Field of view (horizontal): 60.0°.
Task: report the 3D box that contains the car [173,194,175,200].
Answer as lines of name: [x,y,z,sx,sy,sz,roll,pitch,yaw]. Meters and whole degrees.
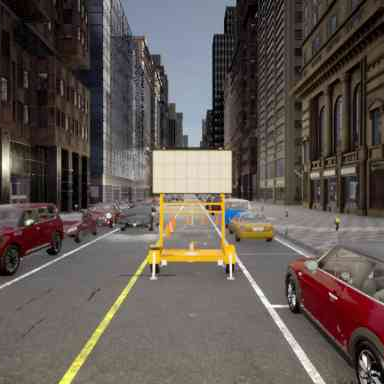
car: [-5.683,1.576,77.741,1.887,1.381,4.507,0,0,0]

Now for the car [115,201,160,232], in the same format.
car: [-3.079,1.505,20.300,1.837,1.490,4.892,0,0,0]

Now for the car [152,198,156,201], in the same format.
car: [-5.725,1.571,38.526,1.947,1.339,4.313,0,0,0]

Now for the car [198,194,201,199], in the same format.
car: [2.830,1.464,66.538,1.967,1.590,4.097,0,0,0]

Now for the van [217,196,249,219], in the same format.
van: [2.782,1.342,21.725,1.690,1.788,3.998,0,0,0]

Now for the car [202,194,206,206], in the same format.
car: [2.805,1.324,44.132,2.192,1.841,5.009,0,0,0]

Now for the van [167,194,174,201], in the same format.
van: [-5.672,1.380,88.946,1.690,1.788,3.998,0,0,0]

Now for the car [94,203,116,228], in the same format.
car: [-5.743,1.440,21.720,1.967,1.590,4.097,0,0,0]

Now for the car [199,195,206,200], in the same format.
car: [2.860,1.588,94.548,1.887,1.381,4.507,0,0,0]

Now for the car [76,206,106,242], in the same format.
car: [-5.749,1.582,16.119,1.802,1.307,4.206,0,0,0]

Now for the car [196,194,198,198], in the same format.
car: [2.854,1.584,88.945,1.887,1.381,4.507,0,0,0]

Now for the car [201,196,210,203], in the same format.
car: [2.836,1.609,72.140,1.802,1.307,4.206,0,0,0]

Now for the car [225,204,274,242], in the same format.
car: [2.776,1.525,16.294,1.752,1.417,4.829,0,0,0]

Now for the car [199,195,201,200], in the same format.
car: [2.824,1.586,60.937,1.947,1.339,4.313,0,0,0]

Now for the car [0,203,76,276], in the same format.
car: [-5.755,1.314,10.516,2.192,1.841,5.009,0,0,0]

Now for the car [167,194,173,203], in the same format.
car: [-5.689,1.467,72.139,1.967,1.590,4.097,0,0,0]

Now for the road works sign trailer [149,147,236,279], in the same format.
road works sign trailer: [0.009,0.464,9.966,2.380,3.560,2.880,0,0,0]

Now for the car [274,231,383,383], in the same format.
car: [2.764,1.440,4.919,1.967,1.590,4.097,0,0,0]

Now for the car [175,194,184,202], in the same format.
car: [-2.915,1.580,78.947,2.033,1.411,5.357,0,0,0]

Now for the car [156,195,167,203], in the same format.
car: [-5.707,1.560,55.333,1.887,1.381,4.507,0,0,0]

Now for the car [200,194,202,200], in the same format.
car: [2.818,1.456,55.335,1.967,1.590,4.097,0,0,0]

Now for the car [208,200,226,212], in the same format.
car: [2.800,1.588,38.530,1.802,1.307,4.206,0,0,0]

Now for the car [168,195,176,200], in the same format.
car: [-5.665,1.588,94.548,1.887,1.381,4.507,0,0,0]

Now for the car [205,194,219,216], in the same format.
car: [2.793,1.319,32.928,2.192,1.841,5.009,0,0,0]
